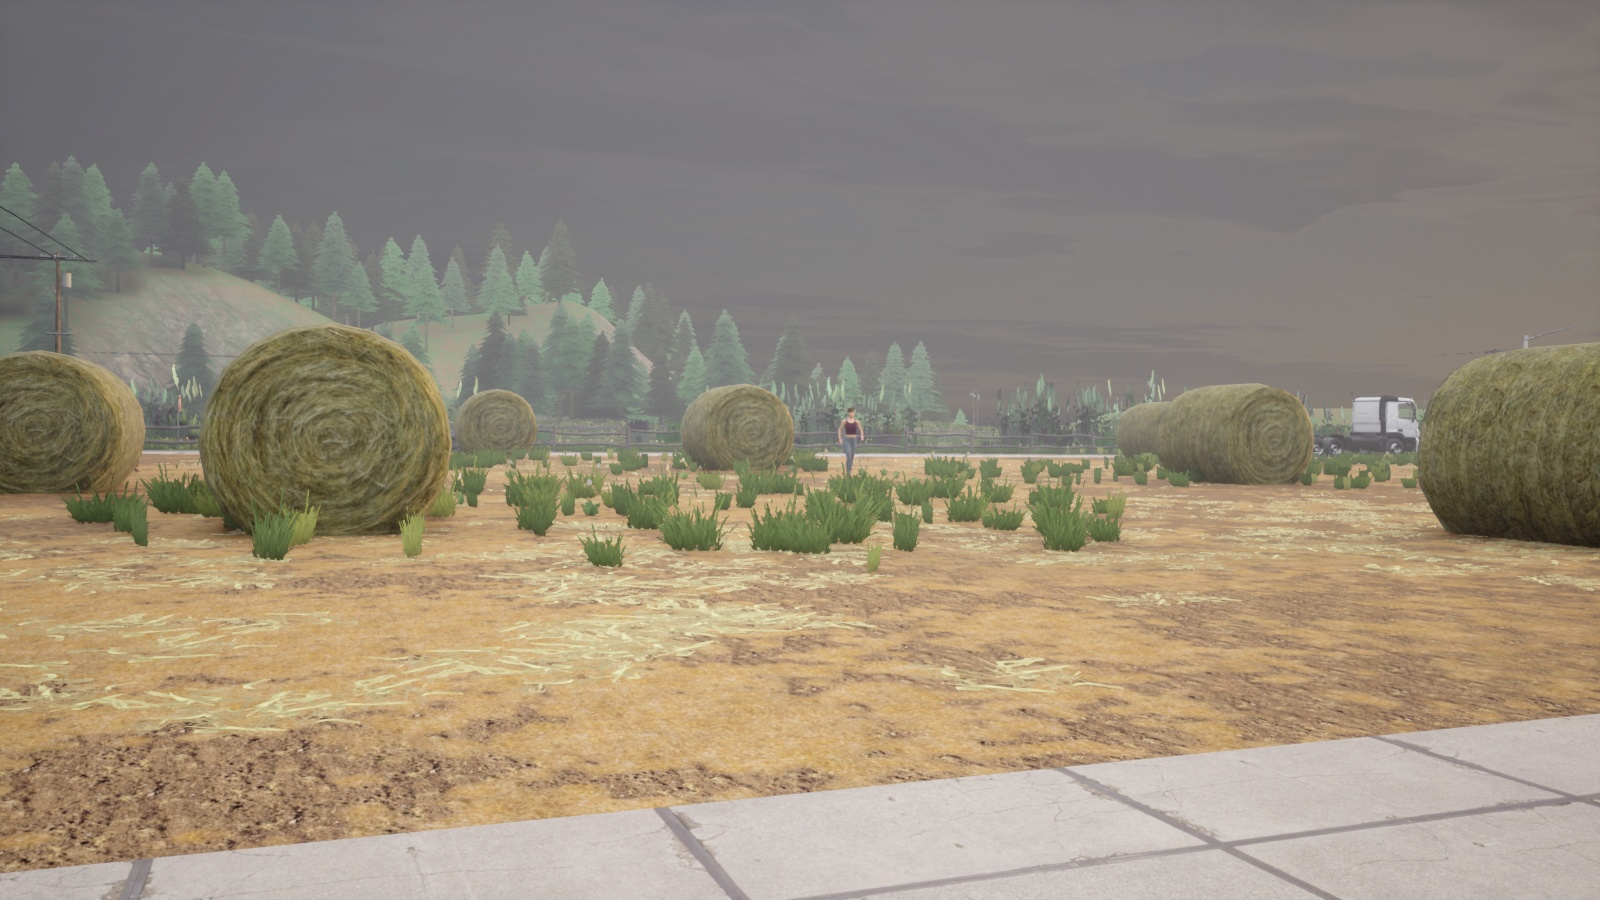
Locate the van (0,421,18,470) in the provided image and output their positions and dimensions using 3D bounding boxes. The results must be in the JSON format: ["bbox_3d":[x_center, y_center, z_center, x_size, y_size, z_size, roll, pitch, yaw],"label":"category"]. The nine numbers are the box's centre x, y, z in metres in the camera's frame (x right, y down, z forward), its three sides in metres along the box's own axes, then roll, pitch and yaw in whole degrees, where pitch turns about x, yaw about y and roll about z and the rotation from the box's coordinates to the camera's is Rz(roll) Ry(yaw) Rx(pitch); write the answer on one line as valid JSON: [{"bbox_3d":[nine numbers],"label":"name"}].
[{"bbox_3d":[-35.207,-0.177,51.985,4.442,1.987,1.775,-1,1,-17],"label":"van"}]

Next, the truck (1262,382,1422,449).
[{"bbox_3d":[29.342,-1.891,68.006,7.936,3.462,2.891,-1,1,-17],"label":"truck"}]

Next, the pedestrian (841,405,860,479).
[{"bbox_3d":[1.262,-0.211,31.430,0.345,1.836,0.594,-1,1,-11],"label":"pedestrian"}]
